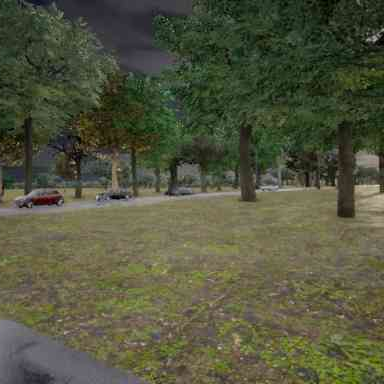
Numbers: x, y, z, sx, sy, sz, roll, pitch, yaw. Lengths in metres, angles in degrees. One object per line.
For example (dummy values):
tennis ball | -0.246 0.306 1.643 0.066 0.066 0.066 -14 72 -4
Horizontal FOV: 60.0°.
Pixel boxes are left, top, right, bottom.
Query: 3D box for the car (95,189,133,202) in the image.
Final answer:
car | -9.333 0.374 39.814 2.128 1.511 4.902 -1 2 38

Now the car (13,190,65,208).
car | -14.960 0.598 32.510 2.097 1.767 4.553 -1 2 38

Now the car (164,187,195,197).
car | -1.810 -0.043 49.571 2.033 1.411 5.357 -1 2 38

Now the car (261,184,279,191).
car | 15.496 -0.856 66.004 1.895 1.301 4.718 -1 2 37
